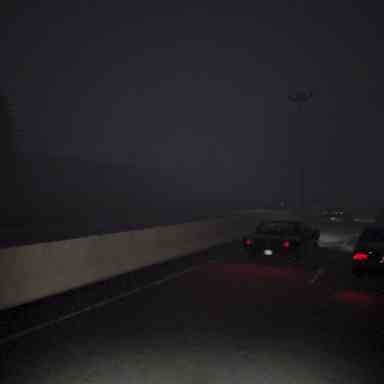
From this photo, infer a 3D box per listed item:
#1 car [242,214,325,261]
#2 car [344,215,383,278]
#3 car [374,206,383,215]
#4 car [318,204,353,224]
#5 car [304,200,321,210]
[{"bbox_3d":[3.693,1.754,13.075,1.895,1.301,4.718,-1,-1,31],"label":"car"},{"bbox_3d":[5.902,1.644,9.959,2.033,1.411,5.357,-1,-1,31],"label":"car"},{"bbox_3d":[14.972,1.767,25.338,1.812,1.442,4.674,-1,-1,31],"label":"car"},{"bbox_3d":[11.608,1.773,26.537,2.128,1.511,4.902,-1,-1,31],"label":"car"},{"bbox_3d":[19.701,2.126,54.316,1.812,1.442,4.674,-1,-1,31],"label":"car"}]
